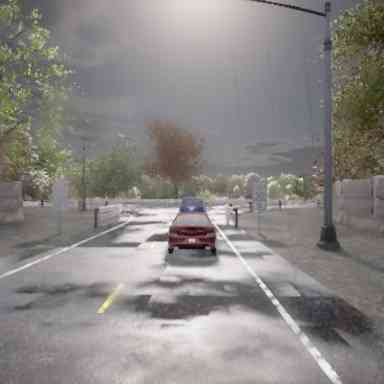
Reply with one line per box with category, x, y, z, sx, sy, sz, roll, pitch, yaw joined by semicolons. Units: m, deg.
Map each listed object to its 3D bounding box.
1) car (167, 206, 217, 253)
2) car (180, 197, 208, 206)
car;0.011;1.611;14.478;1.882;1.535;5.008;0;0;0
car;0.169;1.481;28.886;2.150;2.045;5.566;0;0;5
